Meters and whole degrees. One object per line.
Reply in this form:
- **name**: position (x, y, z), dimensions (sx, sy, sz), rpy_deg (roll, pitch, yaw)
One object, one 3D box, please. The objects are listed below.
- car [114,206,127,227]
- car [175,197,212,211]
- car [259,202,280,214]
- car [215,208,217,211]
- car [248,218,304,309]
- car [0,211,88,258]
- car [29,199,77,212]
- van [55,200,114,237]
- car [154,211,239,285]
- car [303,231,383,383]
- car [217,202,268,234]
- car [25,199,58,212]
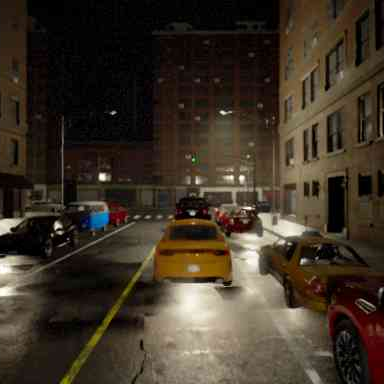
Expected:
- **car**: position (-5.854, 1.675, 24.027), dimensions (1.887, 1.381, 4.507), rpy_deg (1, 0, 0)
- **car**: position (0.086, 1.337, 21.426), dimensions (2.150, 2.045, 5.566), rpy_deg (0, -1, 1)
- **car**: position (8.023, 1.784, 36.658), dimensions (4.181, 1.385, 1.994), rpy_deg (1, -1, -8)
- **car**: position (2.672, 1.571, 24.028), dimensions (1.967, 1.590, 4.097), rpy_deg (1, 0, 0)
- **car**: position (2.674, 1.566, 7.750), dimensions (1.752, 1.417, 4.829), rpy_deg (1, 0, 0)
- **car**: position (-5.852, 1.635, 13.062), dimensions (1.947, 1.339, 4.313), rpy_deg (1, 0, 0)
- **car**: position (-16.711, 1.576, 40.177), dimensions (4.902, 1.511, 2.128), rpy_deg (0, -1, 0)
- **van**: position (-5.851, 1.441, 18.546), dimensions (1.690, 1.788, 3.998), rpy_deg (1, 0, 0)
- **car**: position (0.020, 1.529, 9.704), dimensions (1.882, 1.535, 5.008), rpy_deg (0, 0, 0)
- **car**: position (2.677, 1.326, 2.097), dimensions (2.192, 1.841, 5.009), rpy_deg (1, 0, 0)
- **car**: position (2.673, 1.540, 18.545), dimensions (1.967, 1.590, 4.097), rpy_deg (1, 0, 0)
- **car**: position (-16.514, 1.636, 36.913), dimensions (4.718, 1.301, 1.895), rpy_deg (0, -1, 1)
